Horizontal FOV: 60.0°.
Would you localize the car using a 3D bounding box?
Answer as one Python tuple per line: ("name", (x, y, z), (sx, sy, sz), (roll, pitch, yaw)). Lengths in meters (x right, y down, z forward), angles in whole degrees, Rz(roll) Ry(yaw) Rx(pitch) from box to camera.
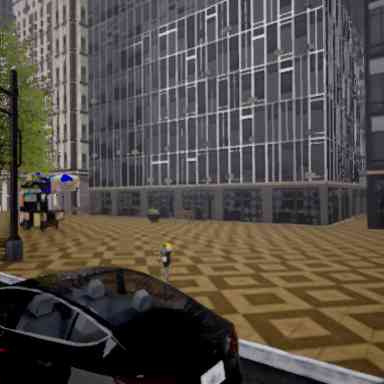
("car", (-1.515, 1.587, 3.963), (4.313, 1.339, 1.947), (0, -1, 36))
